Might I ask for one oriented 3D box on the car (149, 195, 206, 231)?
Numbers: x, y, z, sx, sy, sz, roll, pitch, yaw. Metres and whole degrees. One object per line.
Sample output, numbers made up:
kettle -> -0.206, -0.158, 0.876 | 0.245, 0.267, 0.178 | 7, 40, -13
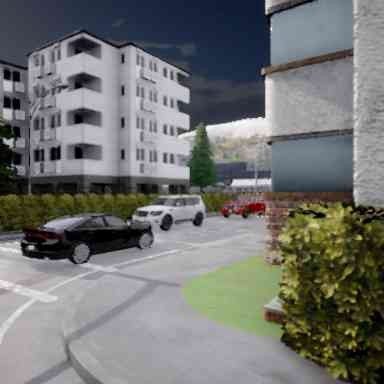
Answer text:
car -> -1.267, 1.216, 21.138 | 2.150, 2.045, 5.566 | 0, 0, 35

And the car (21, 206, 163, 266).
car -> -3.403, 1.474, 11.856 | 1.882, 1.535, 5.008 | -1, -1, 32

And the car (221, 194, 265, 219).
car -> 4.749, 1.216, 29.754 | 2.150, 2.045, 5.566 | 0, 0, 36
